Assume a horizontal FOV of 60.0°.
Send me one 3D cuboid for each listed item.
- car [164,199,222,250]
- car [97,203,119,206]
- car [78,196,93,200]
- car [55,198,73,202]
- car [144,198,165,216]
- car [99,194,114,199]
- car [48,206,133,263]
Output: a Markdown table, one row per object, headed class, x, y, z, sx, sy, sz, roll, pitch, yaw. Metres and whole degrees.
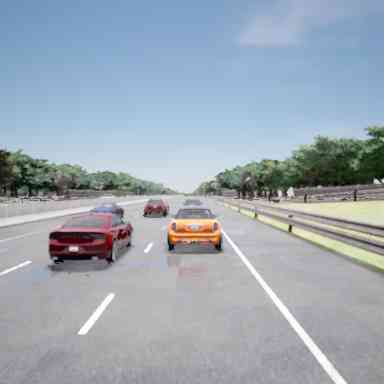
| class | x | y | z | sx | sy | sz | roll | pitch | yaw |
| --- | --- | --- | --- | --- | --- | --- | --- | --- | --- |
| car | 0.100 | 1.362 | 14.597 | 2.097 | 1.767 | 4.553 | 0 | 0 | 0 |
| car | -6.901 | 1.576 | 27.382 | 2.033 | 1.411 | 5.357 | 0 | 0 | 0 |
| car | -21.005 | 1.619 | 65.610 | 1.882 | 1.535 | 5.008 | 0 | 0 | 0 |
| car | -24.504 | 1.718 | 63.702 | 1.895 | 1.301 | 4.718 | 0 | 0 | 0 |
| car | -3.402 | 1.391 | 32.667 | 2.097 | 1.767 | 4.553 | 0 | 0 | 0 |
| car | -17.505 | 1.361 | 68.210 | 2.150 | 2.045 | 5.566 | 0 | 0 | 0 |
| car | -3.400 | 1.485 | 12.043 | 1.882 | 1.535 | 5.008 | 0 | 0 | 0 |
